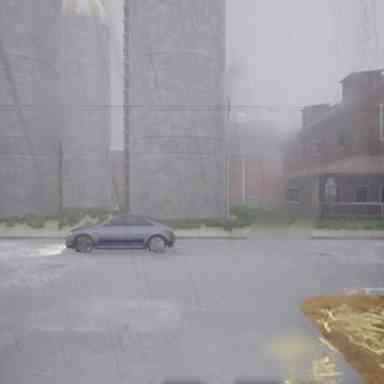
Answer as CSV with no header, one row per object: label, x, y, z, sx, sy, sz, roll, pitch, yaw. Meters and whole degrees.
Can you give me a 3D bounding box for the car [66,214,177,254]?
car,-2.694,1.571,13.070,4.181,1.385,1.994,0,0,-1
